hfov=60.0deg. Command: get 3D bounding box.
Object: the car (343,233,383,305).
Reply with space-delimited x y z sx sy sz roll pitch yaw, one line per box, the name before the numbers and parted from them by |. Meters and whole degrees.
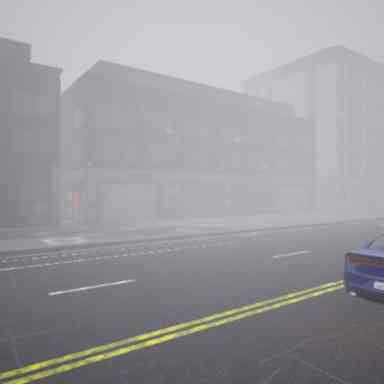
car | 5.317 1.493 7.236 5.008 1.535 1.882 0 0 -36
